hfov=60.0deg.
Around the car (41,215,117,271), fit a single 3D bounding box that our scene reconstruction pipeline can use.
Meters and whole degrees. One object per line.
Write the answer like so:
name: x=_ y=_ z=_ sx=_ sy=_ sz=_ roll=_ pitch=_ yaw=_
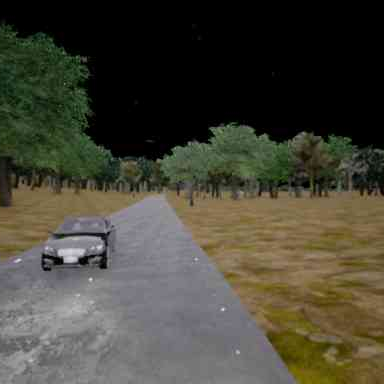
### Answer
car: x=-3.618 y=1.564 z=11.336 sx=2.128 sy=1.511 sz=4.902 roll=0 pitch=0 yaw=-9
